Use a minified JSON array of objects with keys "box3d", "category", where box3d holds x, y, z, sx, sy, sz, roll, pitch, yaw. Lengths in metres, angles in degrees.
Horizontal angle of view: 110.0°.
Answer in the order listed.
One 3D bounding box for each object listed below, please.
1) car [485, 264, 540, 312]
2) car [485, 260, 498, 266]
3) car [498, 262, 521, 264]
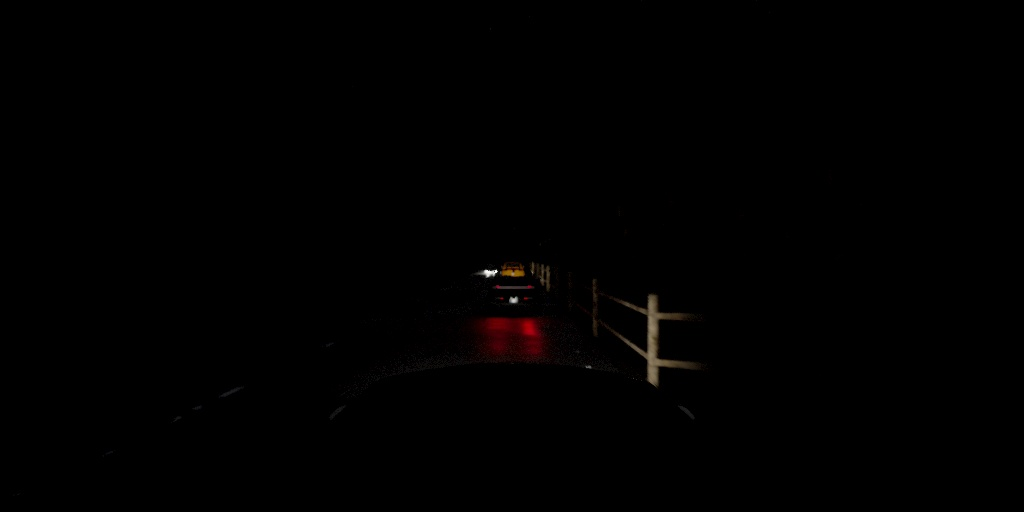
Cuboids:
[{"box3d":[0.073,1.245,14.172,2.128,1.511,4.902,0,0,0],"category":"car"},{"box3d":[-2.839,1.327,51.592,2.128,1.511,4.902,0,0,0],"category":"car"},{"box3d":[0.079,1.252,30.700,1.882,1.535,5.008,0,0,0],"category":"car"}]
